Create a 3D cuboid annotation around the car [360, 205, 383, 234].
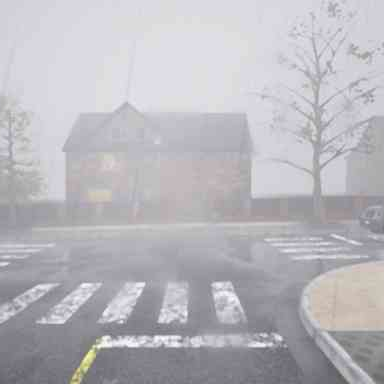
[{"bbox_3d":[10.248,0.872,14.211,5.566,2.045,2.150,-1,1,0],"label":"car"}]
